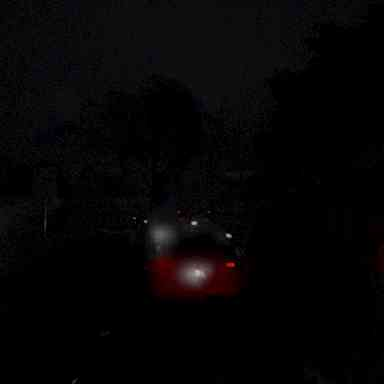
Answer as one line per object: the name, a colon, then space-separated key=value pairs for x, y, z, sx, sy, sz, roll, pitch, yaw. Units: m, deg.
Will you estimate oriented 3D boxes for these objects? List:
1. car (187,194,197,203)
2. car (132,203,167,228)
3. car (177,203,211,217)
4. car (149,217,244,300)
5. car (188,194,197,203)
car: x=0.050 y=1.843 z=73.101 sx=1.837 sy=1.490 sz=4.892 roll=0 pitch=-1 yaw=0
car: x=-2.737 y=1.510 z=22.089 sx=1.837 sy=1.490 sz=4.892 roll=0 pitch=0 yaw=0
car: x=0.112 y=1.552 z=18.910 sx=1.994 sy=1.385 sz=4.181 roll=0 pitch=0 yaw=0
car: x=0.101 y=1.549 z=8.410 sx=1.994 sy=1.385 sz=4.181 roll=0 pitch=0 yaw=0
car: x=0.057 y=1.579 z=83.557 sx=2.150 sy=2.045 sz=5.566 roll=0 pitch=-1 yaw=0
